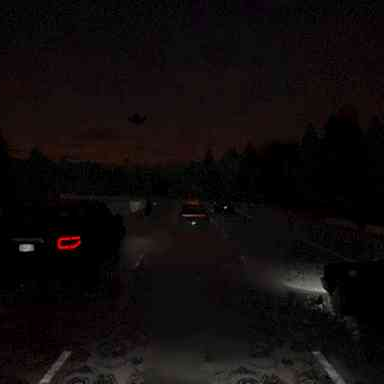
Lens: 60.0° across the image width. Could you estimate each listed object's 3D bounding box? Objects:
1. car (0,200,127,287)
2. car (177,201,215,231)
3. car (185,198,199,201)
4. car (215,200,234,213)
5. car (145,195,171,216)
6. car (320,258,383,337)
[{"bbox_3d":[-3.399,1.241,9.533,2.150,2.045,5.566,0,0,0],"label":"car"},{"bbox_3d":[0.098,1.531,21.023,2.128,1.511,4.902,0,0,0],"label":"car"},{"bbox_3d":[0.007,1.568,48.716,1.882,1.535,5.008,0,0,-2],"label":"car"},{"bbox_3d":[3.596,1.635,37.776,1.994,1.385,4.181,0,0,0],"label":"car"},{"bbox_3d":[-3.403,1.286,33.727,2.150,2.045,5.566,0,0,0],"label":"car"},{"bbox_3d":[3.595,1.556,4.493,2.033,1.411,5.357,0,0,0],"label":"car"}]
